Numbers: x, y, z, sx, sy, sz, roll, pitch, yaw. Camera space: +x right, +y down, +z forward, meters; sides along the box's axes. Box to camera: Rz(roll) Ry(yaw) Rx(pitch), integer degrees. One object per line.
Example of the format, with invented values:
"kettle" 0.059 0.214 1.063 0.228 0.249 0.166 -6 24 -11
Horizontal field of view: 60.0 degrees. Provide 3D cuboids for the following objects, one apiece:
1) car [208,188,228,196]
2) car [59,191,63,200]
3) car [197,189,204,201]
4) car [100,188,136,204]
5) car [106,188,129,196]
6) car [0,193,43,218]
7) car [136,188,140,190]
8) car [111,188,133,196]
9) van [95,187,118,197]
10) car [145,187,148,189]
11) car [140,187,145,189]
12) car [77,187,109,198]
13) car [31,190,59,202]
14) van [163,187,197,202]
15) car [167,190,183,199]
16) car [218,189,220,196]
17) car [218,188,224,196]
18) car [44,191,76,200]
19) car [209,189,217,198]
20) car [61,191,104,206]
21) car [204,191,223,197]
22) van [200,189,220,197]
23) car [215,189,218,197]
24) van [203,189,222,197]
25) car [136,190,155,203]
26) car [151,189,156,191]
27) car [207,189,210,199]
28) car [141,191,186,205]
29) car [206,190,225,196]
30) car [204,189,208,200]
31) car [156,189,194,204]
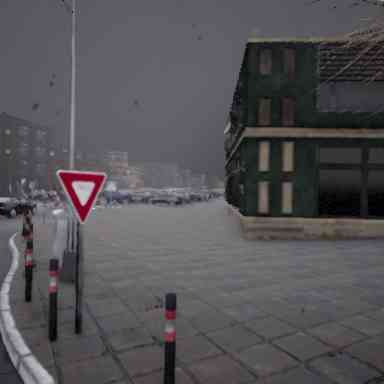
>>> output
"car" 7.457 0.001 95.165 5.566 2.045 2.435 1 1 12
"car" -22.456 0.554 52.457 5.008 1.535 2.097 1 1 12
"car" -0.771 0.712 57.142 4.553 1.767 2.185 1 1 12
"car" -10.599 0.576 48.092 2.150 2.045 5.566 1 1 12
"car" -17.214 0.053 76.711 4.553 1.767 2.185 1 1 12
"car" -13.776 1.084 25.419 1.882 1.535 5.008 1 1 2
"car" -15.983 -0.027 82.086 4.553 1.767 2.185 1 1 12
"car" -16.629 0.012 79.405 4.553 1.767 2.185 1 1 12
"van" -18.238 0.042 71.289 4.442 1.987 1.878 1 1 12
"car" -14.840 0.021 87.482 4.892 1.521 2.231 1 1 12
"car" -15.425 0.060 84.788 4.892 1.521 2.231 1 1 12
"car" -19.549 0.101 65.931 5.566 2.045 2.435 1 1 12
"car" -23.004 0.462 49.748 4.553 1.767 2.185 1 1 12
"van" -2.071 0.693 51.861 4.442 1.987 1.878 1 1 12
"car" -3.395 0.465 67.359 2.097 1.767 4.553 1 1 12
"car" 3.336 0.562 76.158 4.674 1.452 2.002 1 1 12
"car" 3.962 0.230 78.860 5.566 2.045 2.435 1 1 12
"car" -21.864 0.558 55.149 4.674 1.452 2.002 1 1 12
"car" 1.745 0.655 67.972 5.366 1.575 1.946 1 1 12
"car" -12.434 0.958 38.037 2.128 1.511 4.902 1 1 9
"car" 5.729 0.400 87.140 4.674 1.452 2.002 1 1 12
"van" 4.412 0.211 81.608 4.442 1.987 1.878 1 1 12
"car" 2.158 0.356 70.850 5.566 2.045 2.435 1 1 12
"van" 5.232 0.177 84.272 4.442 1.987 1.878 1 1 12
"car" -7.394 0.891 48.755 2.128 1.511 4.902 1 1 13
"car" -5.330 0.751 58.374 2.128 1.511 4.902 1 1 13
"car" 0.386 0.747 62.580 4.892 1.521 2.231 1 1 12
"car" -3.766 1.046 43.695 4.792 1.488 2.163 1 1 12
"car" 6.268 0.353 89.738 4.792 1.488 2.163 1 1 12
"car" -0.190 0.789 59.989 5.008 1.535 2.097 1 1 12
"car" -2.547 0.833 48.990 4.553 1.767 2.185 1 1 12
